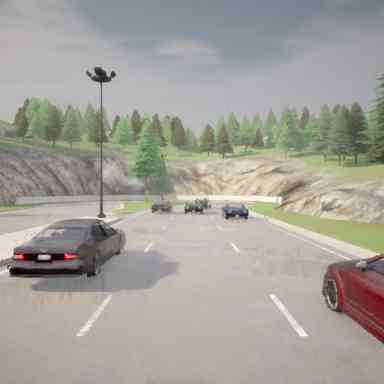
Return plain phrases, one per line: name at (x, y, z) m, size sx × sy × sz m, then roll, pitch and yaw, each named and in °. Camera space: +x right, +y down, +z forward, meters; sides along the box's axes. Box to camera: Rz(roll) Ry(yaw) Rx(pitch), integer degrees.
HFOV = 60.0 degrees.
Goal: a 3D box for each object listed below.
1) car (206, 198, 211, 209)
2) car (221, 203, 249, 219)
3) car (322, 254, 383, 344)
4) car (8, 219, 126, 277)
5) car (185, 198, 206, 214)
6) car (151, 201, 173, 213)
car at (1.388, 1.491, 44.567) m, size 2.128 × 1.511 × 4.902 m, roll 0°, pitch 0°, yaw 12°
car at (3.601, 1.601, 28.583) m, size 1.895 × 1.301 × 4.718 m, roll 0°, pitch 0°, yaw 0°
car at (3.599, 1.563, 4.993) m, size 1.994 × 1.385 × 4.181 m, roll 0°, pitch 0°, yaw 0°
car at (-3.402, 1.548, 10.171) m, size 2.033 × 1.411 × 5.357 m, roll 0°, pitch 0°, yaw 0°
car at (0.254, 1.601, 35.366) m, size 1.895 × 1.301 × 4.718 m, roll 0°, pitch 0°, yaw 2°
car at (-3.203, 1.601, 36.711) m, size 1.895 × 1.301 × 4.718 m, roll 0°, pitch 0°, yaw 3°
